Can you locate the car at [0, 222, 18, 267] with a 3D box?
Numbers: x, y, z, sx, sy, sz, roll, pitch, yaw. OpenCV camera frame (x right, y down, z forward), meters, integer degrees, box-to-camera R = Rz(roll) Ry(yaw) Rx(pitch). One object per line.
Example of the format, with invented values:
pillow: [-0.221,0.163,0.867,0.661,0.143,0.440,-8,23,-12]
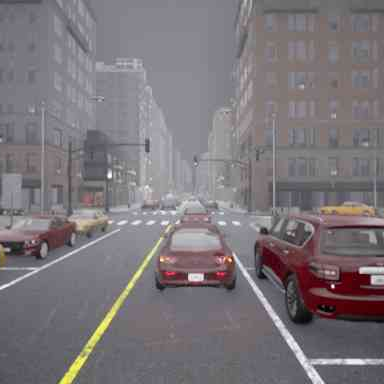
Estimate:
car: [-5.849,1.551,6.952,1.752,1.417,4.829,1,0,0]

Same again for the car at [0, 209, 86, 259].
car: [-5.849,1.591,12.747,1.887,1.381,4.507,1,0,0]

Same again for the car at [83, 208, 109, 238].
car: [-5.849,1.591,18.202,1.752,1.417,4.829,1,0,0]

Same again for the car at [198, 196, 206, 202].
car: [2.679,1.908,90.768,1.947,1.339,4.313,1,0,0]

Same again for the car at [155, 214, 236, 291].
car: [0.089,1.559,9.006,1.812,1.442,4.674,0,0,0]

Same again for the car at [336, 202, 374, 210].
car: [15.126,1.753,32.576,5.008,1.535,1.882,0,-1,1]

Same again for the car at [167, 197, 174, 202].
car: [-5.846,1.923,90.773,1.802,1.307,4.206,1,0,0]

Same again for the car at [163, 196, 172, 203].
car: [-5.845,1.736,79.428,1.967,1.590,4.097,1,0,0]

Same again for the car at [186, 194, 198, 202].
car: [0.005,1.859,85.115,2.033,1.411,5.357,0,0,0]

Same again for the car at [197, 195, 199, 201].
car: [2.681,1.566,68.076,2.192,1.841,5.009,1,0,0]

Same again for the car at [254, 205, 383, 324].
car: [2.679,1.341,7.114,2.192,1.841,5.009,1,0,0]

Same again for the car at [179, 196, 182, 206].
car: [-3.087,1.765,54.974,1.994,1.385,4.181,0,0,0]

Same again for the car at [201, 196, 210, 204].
car: [2.678,1.768,51.055,1.802,1.307,4.206,1,0,0]

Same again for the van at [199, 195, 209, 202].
van: [2.681,1.570,62.403,1.690,1.788,3.998,1,0,0]

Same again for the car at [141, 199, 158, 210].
car: [-5.848,1.710,45.391,1.887,1.381,4.507,1,0,0]

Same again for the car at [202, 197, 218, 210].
car: [2.678,1.747,45.381,1.802,1.307,4.206,1,0,0]

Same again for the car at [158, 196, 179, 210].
car: [-3.094,1.669,45.010,1.837,1.490,4.892,0,0,0]

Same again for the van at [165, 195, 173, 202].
van: [-5.844,1.660,85.102,1.690,1.788,3.998,1,0,0]

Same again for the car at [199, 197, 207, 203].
car: [2.679,1.878,79.421,1.802,1.307,4.206,1,0,0]

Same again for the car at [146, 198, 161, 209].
car: [-5.847,1.731,51.064,1.887,1.381,4.507,1,0,0]

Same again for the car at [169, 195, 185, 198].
car: [-3.032,1.788,65.413,2.033,1.411,5.357,0,0,1]

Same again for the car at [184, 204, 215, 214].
car: [0.394,1.681,22.182,1.895,1.301,4.718,0,0,4]

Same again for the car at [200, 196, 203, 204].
car: [2.678,1.789,56.728,1.802,1.307,4.206,1,0,0]

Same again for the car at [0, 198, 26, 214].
car: [-17.259,1.298,29.563,4.553,1.767,2.097,1,-1,0]
